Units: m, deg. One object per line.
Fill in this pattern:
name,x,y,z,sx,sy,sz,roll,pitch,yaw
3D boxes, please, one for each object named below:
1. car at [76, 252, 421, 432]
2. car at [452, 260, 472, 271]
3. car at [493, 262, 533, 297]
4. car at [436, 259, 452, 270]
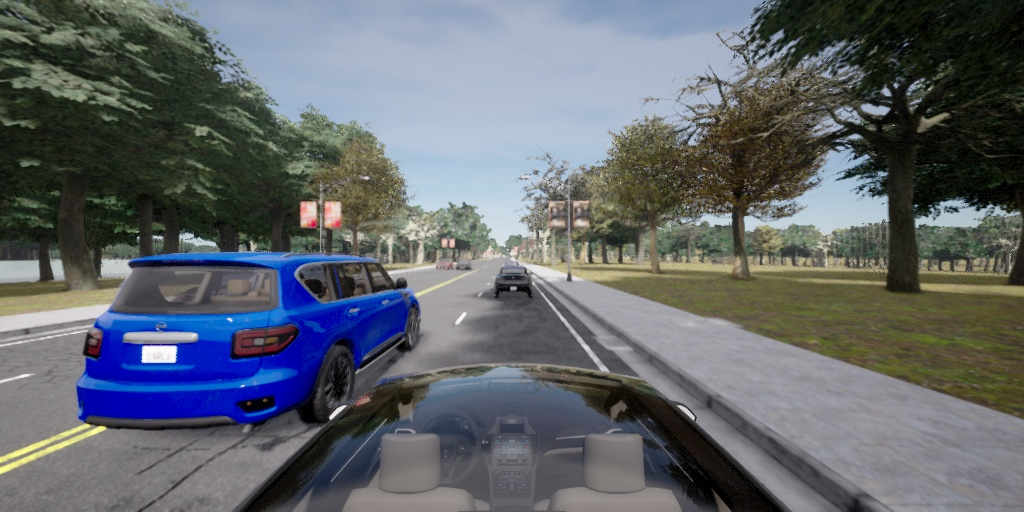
car,-3.154,0.973,5.886,2.150,2.045,5.566,0,0,0
car,-6.819,1.294,51.127,1.882,1.535,5.008,0,0,0
car,0.065,1.265,19.009,1.837,1.490,4.892,0,0,0
car,-10.088,1.175,54.250,2.097,1.767,4.553,0,0,0
